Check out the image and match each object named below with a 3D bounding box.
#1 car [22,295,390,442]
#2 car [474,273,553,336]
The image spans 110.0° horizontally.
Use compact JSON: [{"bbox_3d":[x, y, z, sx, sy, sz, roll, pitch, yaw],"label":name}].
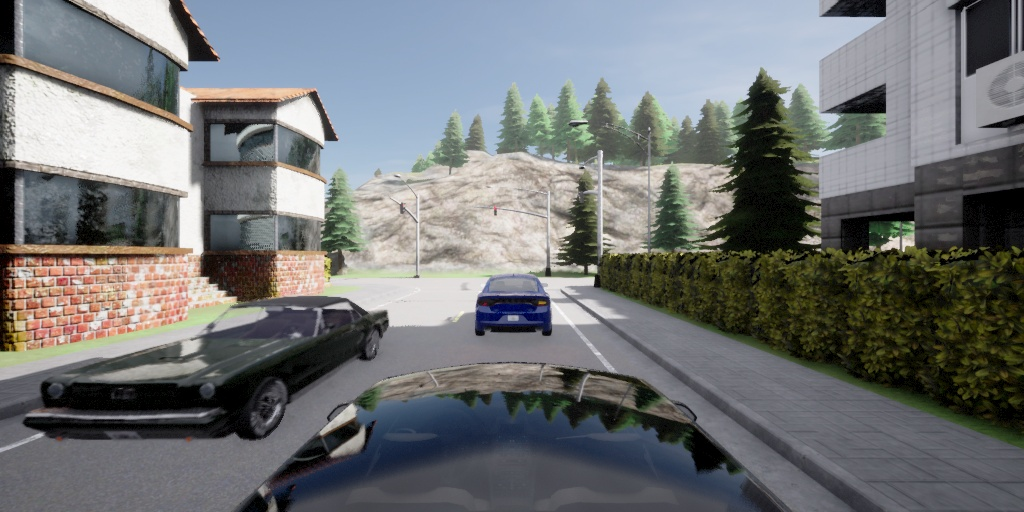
[{"bbox_3d":[-3.571,1.351,5.517,1.895,1.301,4.718,0,0,0],"label":"car"},{"bbox_3d":[0.049,1.228,10.431,1.882,1.535,5.008,0,0,0],"label":"car"}]
